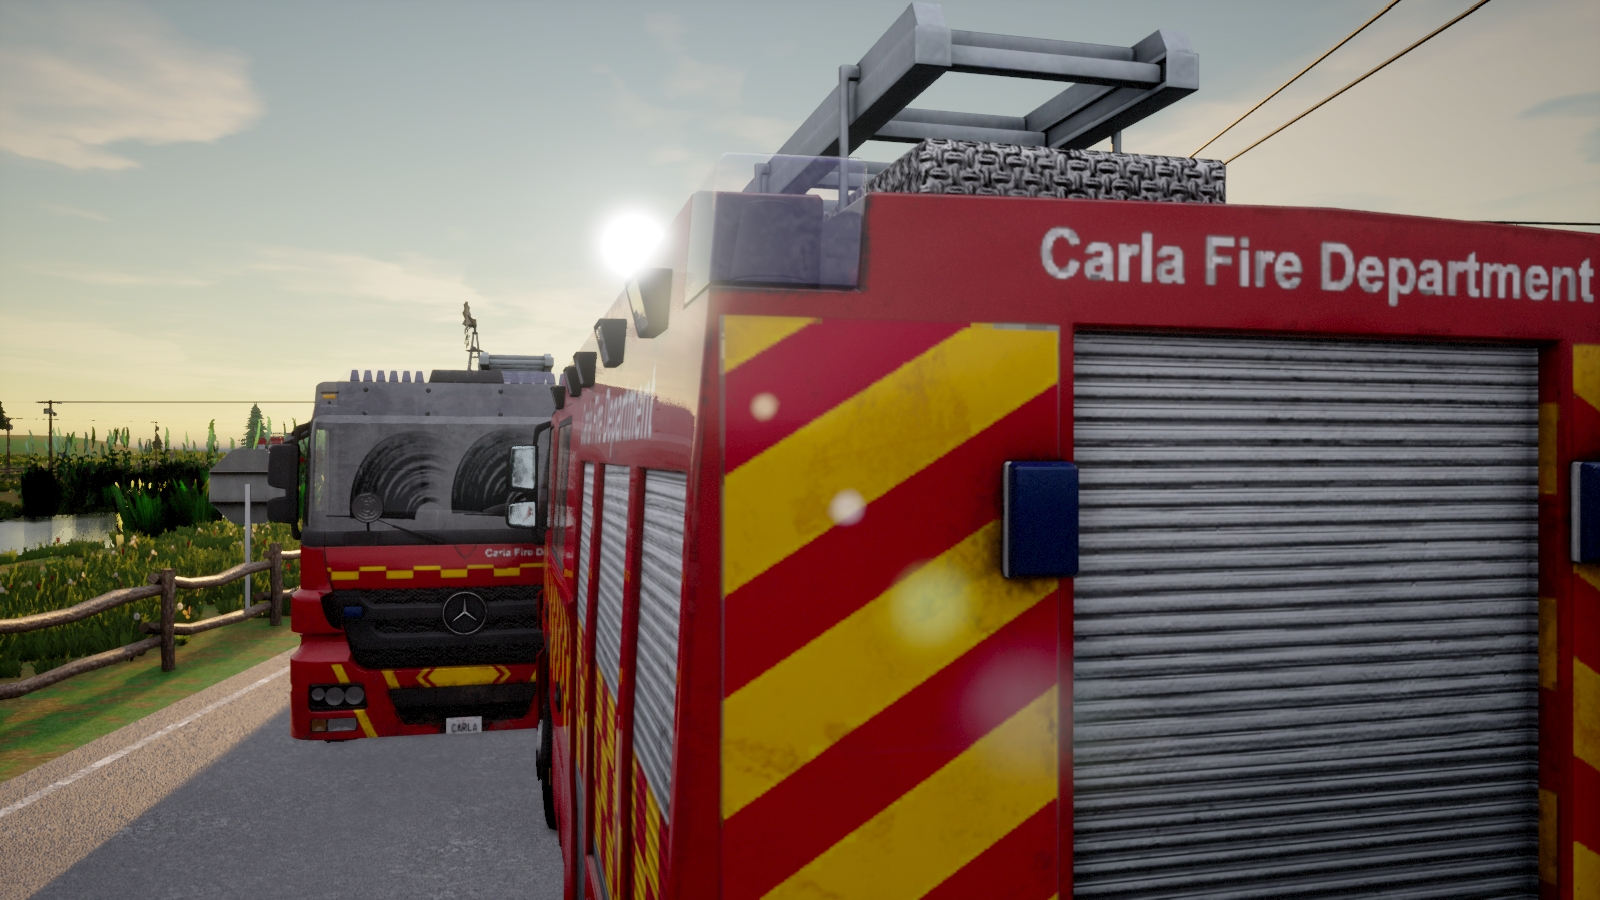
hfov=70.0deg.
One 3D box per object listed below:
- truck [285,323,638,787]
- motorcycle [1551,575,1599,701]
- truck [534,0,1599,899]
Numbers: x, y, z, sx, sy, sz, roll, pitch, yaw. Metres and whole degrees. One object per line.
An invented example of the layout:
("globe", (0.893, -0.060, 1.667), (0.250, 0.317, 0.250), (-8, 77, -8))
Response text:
("truck", (-3.907, 0.862, 13.892), (2.891, 3.827, 8.468), (0, 0, -14))
("motorcycle", (9.791, 2.142, 13.137), (1.805, 1.316, 0.856), (0, 0, -7))
("truck", (-0.004, 0.867, 6.872), (2.891, 3.827, 8.468), (0, 0, -14))
